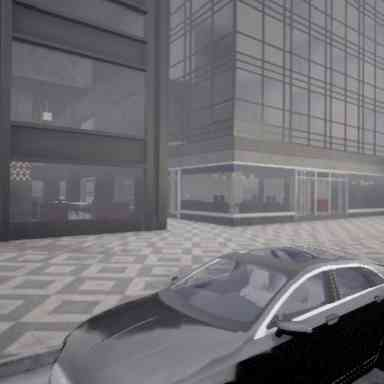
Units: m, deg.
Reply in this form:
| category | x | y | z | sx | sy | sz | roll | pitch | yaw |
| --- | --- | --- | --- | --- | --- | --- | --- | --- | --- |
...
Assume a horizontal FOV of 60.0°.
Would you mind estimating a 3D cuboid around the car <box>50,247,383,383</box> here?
| category | x | y | z | sx | sy | sz | roll | pitch | yaw |
| --- | --- | --- | --- | --- | --- | --- | --- | --- | --- |
| car | 0.920 | 1.507 | 4.047 | 4.902 | 1.511 | 2.128 | 0 | 0 | -36 |
